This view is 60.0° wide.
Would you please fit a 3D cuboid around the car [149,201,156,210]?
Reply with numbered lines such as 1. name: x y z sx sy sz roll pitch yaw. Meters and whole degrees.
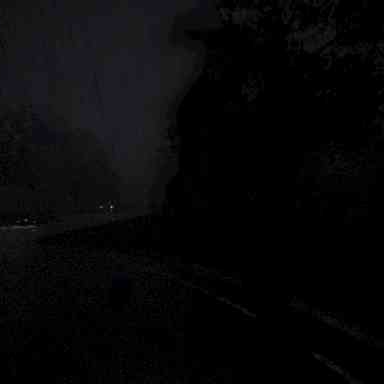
1. car: -5.561 1.976 54.625 2.097 1.767 4.553 -1 -1 9

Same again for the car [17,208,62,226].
1. car: -13.040 2.098 28.711 1.994 1.385 4.181 -1 -1 8

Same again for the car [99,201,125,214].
1. car: -10.715 1.986 44.546 2.097 1.767 4.553 -1 -1 8
